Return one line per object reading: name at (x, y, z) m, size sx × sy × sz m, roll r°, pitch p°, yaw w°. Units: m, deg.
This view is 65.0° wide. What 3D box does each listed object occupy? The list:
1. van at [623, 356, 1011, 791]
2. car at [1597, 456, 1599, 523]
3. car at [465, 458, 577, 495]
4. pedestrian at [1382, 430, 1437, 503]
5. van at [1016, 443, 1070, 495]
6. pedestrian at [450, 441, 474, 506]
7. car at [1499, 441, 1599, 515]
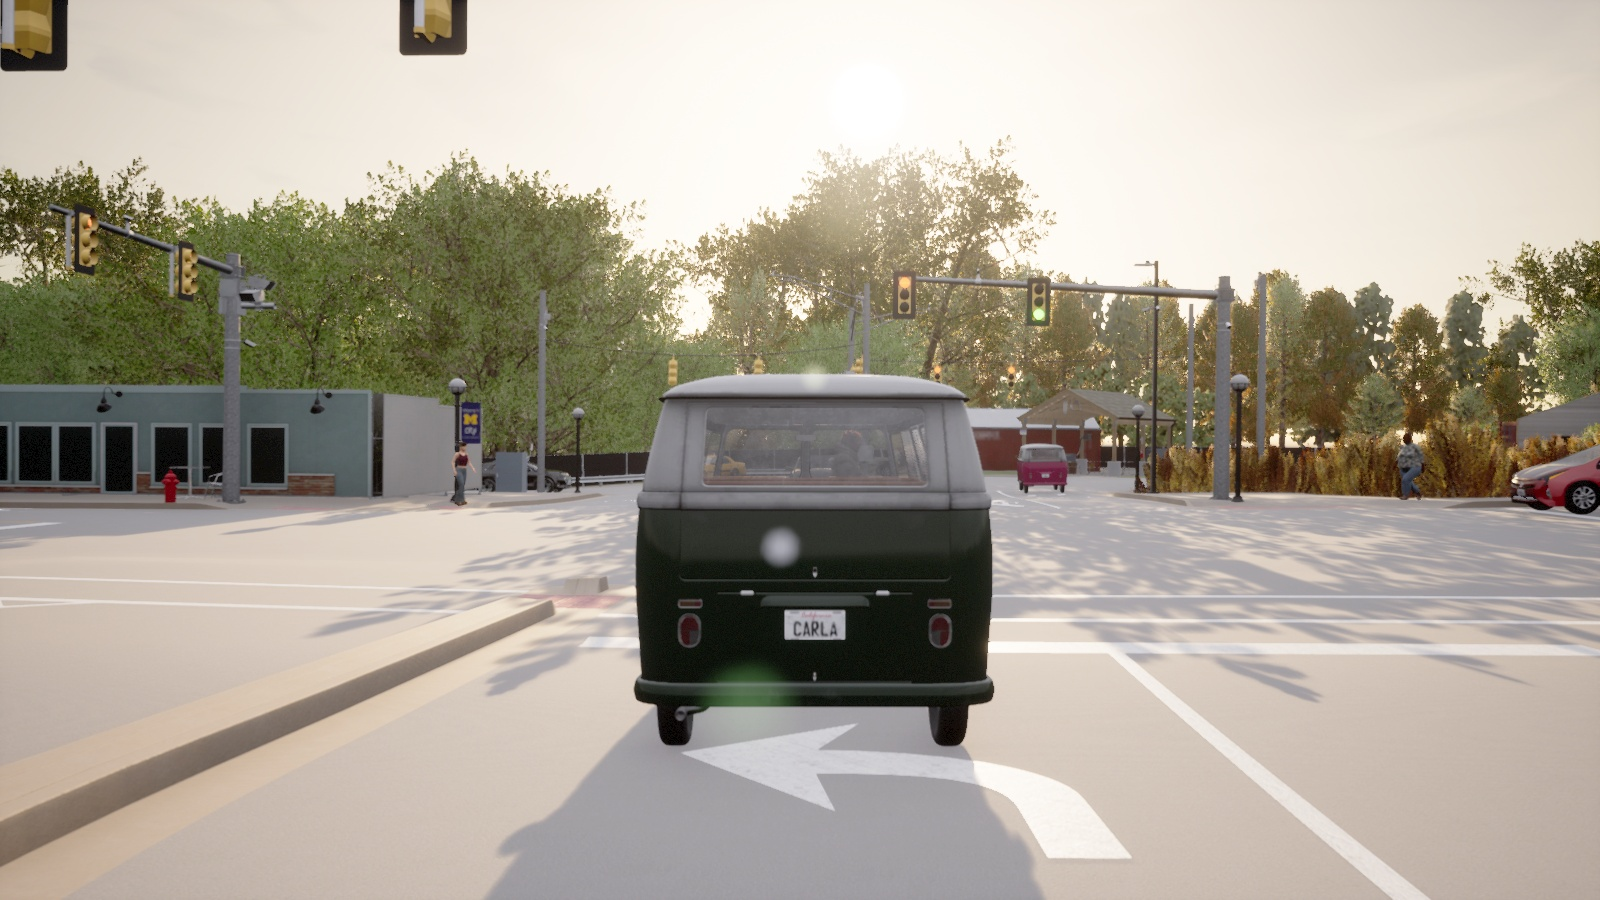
van at (0.066, 0.596, 7.981) m, size 1.775 × 1.987 × 4.442 m, roll 0°, pitch -1°, yaw 0°
car at (17.945, 0.740, 23.547) m, size 4.718 × 1.301 × 1.895 m, roll -1°, pitch 0°, yaw 4°
car at (-13.489, 1.265, 60.806) m, size 4.856 × 1.649 × 2.033 m, roll -1°, pitch 1°, yaw 8°
pedestrian at (15.873, 0.422, 32.704) m, size 0.900 × 1.855 × 0.874 m, roll 1°, pitch 1°, yaw -22°
van at (10.030, 0.746, 52.120) m, size 1.775 × 1.987 × 4.442 m, roll -1°, pitch 1°, yaw 6°
pedestrian at (-9.648, 0.652, 35.818) m, size 0.594 × 1.836 × 0.345 m, roll 1°, pitch 1°, yaw 36°
car at (17.993, 0.561, 27.219) m, size 4.514 × 1.525 × 2.007 m, roll -1°, pitch 0°, yaw 4°
